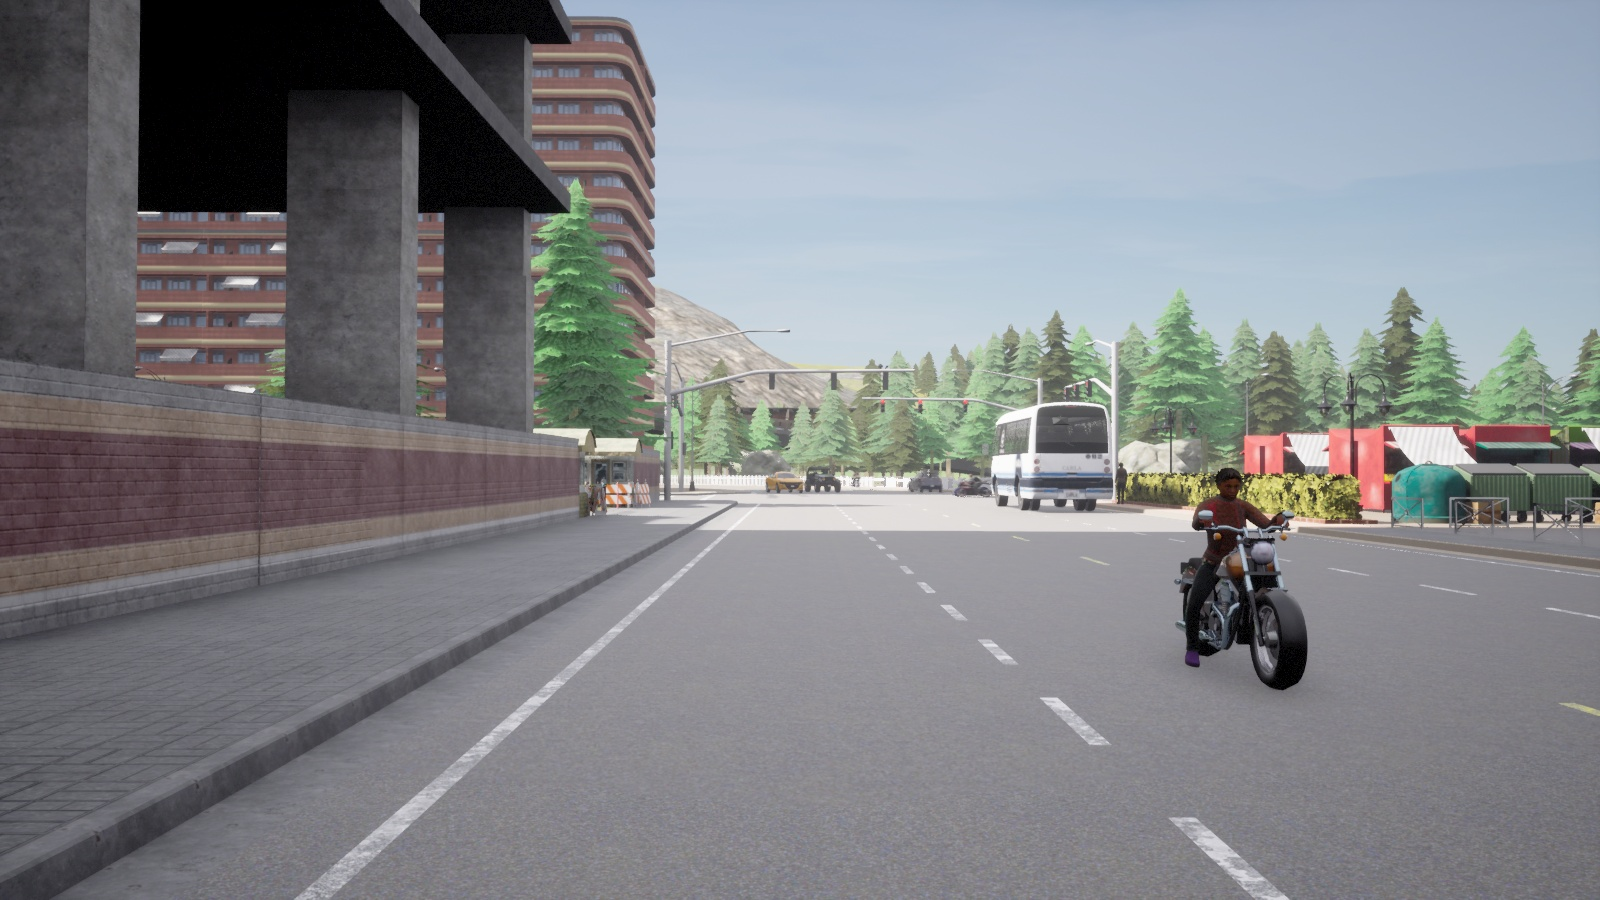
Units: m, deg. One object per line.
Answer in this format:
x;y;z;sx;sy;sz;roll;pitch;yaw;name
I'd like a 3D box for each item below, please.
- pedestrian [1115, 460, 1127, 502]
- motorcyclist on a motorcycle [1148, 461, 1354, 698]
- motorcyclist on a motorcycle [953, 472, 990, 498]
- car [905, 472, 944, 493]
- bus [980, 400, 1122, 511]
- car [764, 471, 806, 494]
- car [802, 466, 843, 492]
13.824;1.319;54.095;0.328;1.805;0.869;0;-1;2;pedestrian
3.475;0.918;9.942;0.766;1.649;2.350;0;-1;0;motorcyclist on a motorcycle
10.555;2.146;77.296;2.191;1.530;0.866;0;-1;0;motorcyclist on a motorcycle
9.136;2.335;92.111;1.845;1.501;3.633;0;-1;-11;car
10.362;0.289;53.273;3.944;4.253;10.273;0;-1;0;bus
-1.119;2.303;89.900;1.882;1.535;5.008;0;-1;-15;car
1.646;2.164;93.155;1.905;1.878;3.866;0;-1;-18;car
